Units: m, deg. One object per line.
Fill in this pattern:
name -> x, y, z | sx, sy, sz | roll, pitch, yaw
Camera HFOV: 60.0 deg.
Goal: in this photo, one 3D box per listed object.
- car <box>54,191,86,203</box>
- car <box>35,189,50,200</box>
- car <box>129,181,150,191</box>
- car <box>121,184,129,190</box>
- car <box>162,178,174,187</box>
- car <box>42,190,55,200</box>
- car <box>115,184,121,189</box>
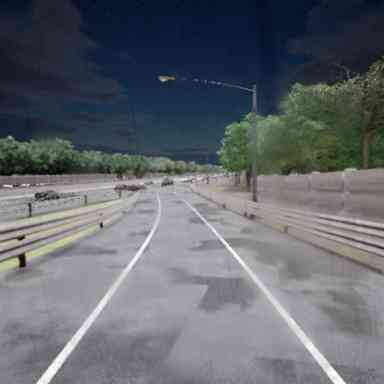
car -> -16.935, 0.658, 47.660 | 2.128, 1.511, 4.902 | 0, 4, 12
car -> -22.942, 0.344, 53.029 | 1.837, 1.490, 4.892 | 0, 4, 12
car -> -11.480, -0.975, 73.045 | 1.837, 1.490, 4.892 | 0, 4, 12
car -> -14.061, -1.276, 77.689 | 1.882, 1.535, 5.008 | 0, 4, 12
car -> -6.813, -2.641, 94.752 | 2.150, 2.045, 5.566 | 0, 4, 12
car -> -19.933, 0.607, 50.375 | 1.895, 1.301, 4.718 | 0, 4, 12
car -> -17.014, -1.369, 80.611 | 1.994, 1.385, 4.181 | 0, 4, 12
